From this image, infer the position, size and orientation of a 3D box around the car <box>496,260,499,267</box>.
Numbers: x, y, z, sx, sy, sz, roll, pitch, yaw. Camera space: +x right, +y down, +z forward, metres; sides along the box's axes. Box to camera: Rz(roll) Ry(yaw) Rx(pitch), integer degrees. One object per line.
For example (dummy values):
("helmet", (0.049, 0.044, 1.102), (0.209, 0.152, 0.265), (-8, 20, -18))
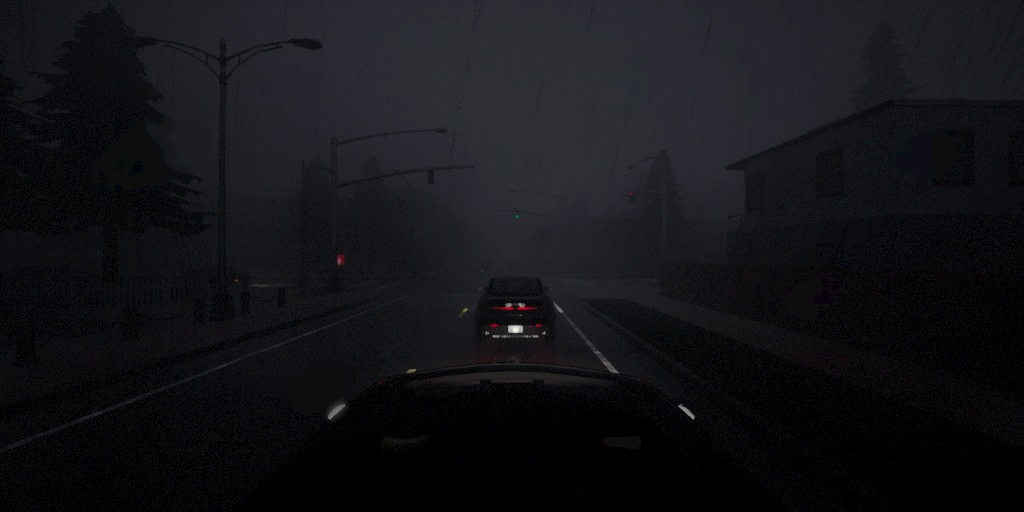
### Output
("car", (-3.476, 1.241, 54.570), (2.128, 1.511, 4.902), (0, 0, 0))

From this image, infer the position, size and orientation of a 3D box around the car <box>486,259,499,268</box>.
("car", (-3.409, 1.297, 65.027), (2.033, 1.411, 5.357), (0, 0, 1))

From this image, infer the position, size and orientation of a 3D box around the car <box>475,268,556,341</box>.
("car", (0.093, 1.256, 9.848), (1.837, 1.490, 4.892), (0, 0, 0))

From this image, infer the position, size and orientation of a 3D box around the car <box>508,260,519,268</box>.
("car", (0.234, 1.314, 62.716), (1.994, 1.385, 4.181), (0, 0, 0))

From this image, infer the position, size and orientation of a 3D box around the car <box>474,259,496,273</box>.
("car", (-3.507, 1.297, 44.389), (2.033, 1.411, 5.357), (0, 0, 0))

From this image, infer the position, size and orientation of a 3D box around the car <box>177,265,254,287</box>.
("car", (-19.863, 1.329, 24.001), (4.181, 1.385, 1.994), (0, 0, -2))

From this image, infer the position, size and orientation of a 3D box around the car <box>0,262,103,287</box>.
("car", (-30.434, 1.313, 23.721), (5.357, 1.411, 2.033), (0, 0, -1))
